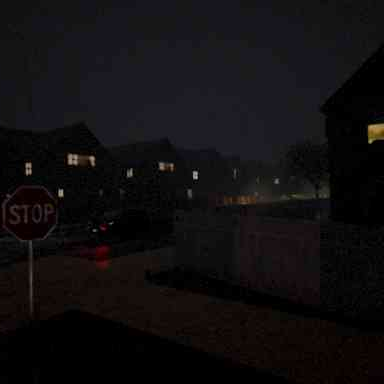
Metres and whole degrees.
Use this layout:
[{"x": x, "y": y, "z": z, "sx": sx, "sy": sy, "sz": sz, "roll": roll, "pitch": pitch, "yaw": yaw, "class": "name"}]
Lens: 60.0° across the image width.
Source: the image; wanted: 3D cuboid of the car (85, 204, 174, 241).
[{"x": -2.774, "y": 1.446, "z": 16.113, "sx": 1.812, "sy": 1.442, "sz": 4.674, "roll": -2, "pitch": -1, "yaw": 38, "class": "car"}]

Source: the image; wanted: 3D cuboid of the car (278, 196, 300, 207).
[{"x": 12.119, "y": 1.278, "z": 41.028, "sx": 2.128, "sy": 1.511, "sz": 4.902, "roll": -2, "pitch": -1, "yaw": 37, "class": "car"}]

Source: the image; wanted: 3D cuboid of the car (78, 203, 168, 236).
[{"x": -3.846, "y": 1.467, "z": 19.324, "sx": 2.128, "sy": 1.511, "sz": 4.902, "roll": -2, "pitch": -1, "yaw": 36, "class": "car"}]
